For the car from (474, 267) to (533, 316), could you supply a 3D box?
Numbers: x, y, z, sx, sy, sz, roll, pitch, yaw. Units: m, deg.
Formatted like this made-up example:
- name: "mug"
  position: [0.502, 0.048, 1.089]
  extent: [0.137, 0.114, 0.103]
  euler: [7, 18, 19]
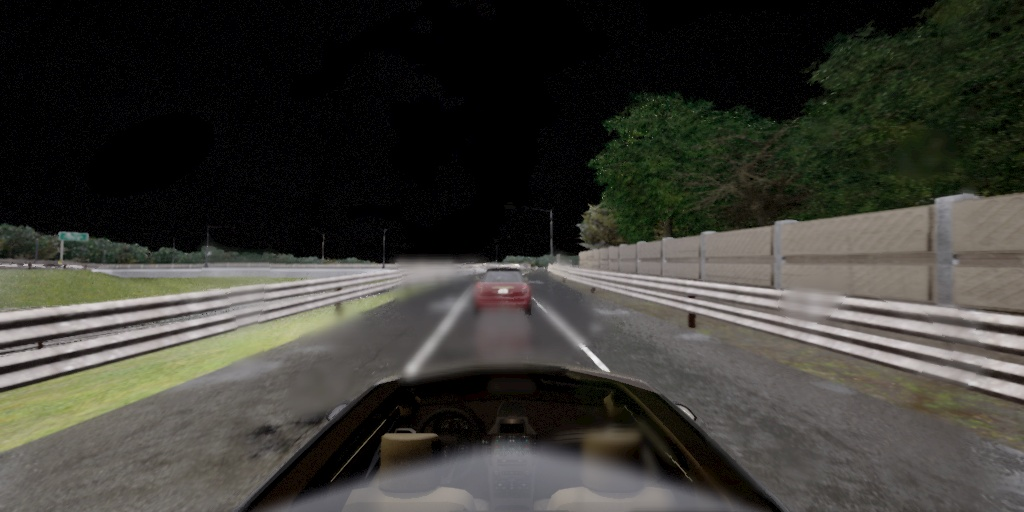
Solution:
- name: "car"
  position: [-0.379, 1.245, 14.371]
  extent: [2.097, 1.767, 4.553]
  euler: [0, -1, -2]
